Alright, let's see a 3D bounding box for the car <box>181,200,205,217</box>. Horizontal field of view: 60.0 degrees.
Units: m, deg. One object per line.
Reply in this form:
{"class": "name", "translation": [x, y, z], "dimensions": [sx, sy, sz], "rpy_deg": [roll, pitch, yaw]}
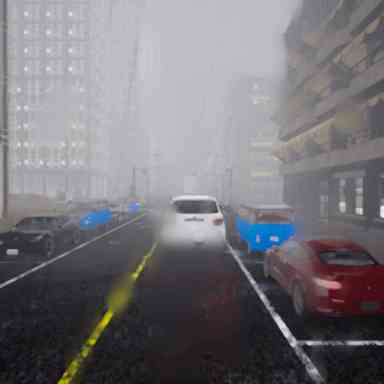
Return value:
{"class": "car", "translation": [0.085, 1.454, 30.387], "dimensions": [1.994, 1.385, 4.181], "rpy_deg": [0, 0, 0]}

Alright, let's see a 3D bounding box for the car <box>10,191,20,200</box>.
{"class": "car", "translation": [-32.278, 0.534, 57.376], "dimensions": [5.009, 1.841, 2.192], "rpy_deg": [1, -1, 0]}

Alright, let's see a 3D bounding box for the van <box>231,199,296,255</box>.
{"class": "van", "translation": [2.689, 1.293, 12.727], "dimensions": [1.690, 1.788, 3.998], "rpy_deg": [0, 0, 0]}

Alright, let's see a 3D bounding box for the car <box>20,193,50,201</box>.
{"class": "car", "translation": [-26.709, 0.908, 57.384], "dimensions": [4.206, 1.307, 1.802], "rpy_deg": [1, -1, 0]}

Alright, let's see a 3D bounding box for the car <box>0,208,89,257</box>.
{"class": "car", "translation": [-5.691, 1.518, 12.728], "dimensions": [1.947, 1.339, 4.313], "rpy_deg": [0, 0, 0]}

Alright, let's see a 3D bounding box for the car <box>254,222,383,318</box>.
{"class": "car", "translation": [2.689, 1.555, 7.080], "dimensions": [1.802, 1.307, 4.206], "rpy_deg": [0, 0, 0]}

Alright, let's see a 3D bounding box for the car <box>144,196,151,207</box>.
{"class": "car", "translation": [-5.692, 1.278, 46.619], "dimensions": [1.967, 1.590, 4.097], "rpy_deg": [0, 0, 0]}

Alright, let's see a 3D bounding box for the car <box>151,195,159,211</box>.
{"class": "car", "translation": [-3.086, 1.218, 38.026], "dimensions": [2.097, 1.767, 4.553], "rpy_deg": [0, 0, 0]}

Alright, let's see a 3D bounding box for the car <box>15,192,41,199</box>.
{"class": "car", "translation": [-32.364, 0.760, 65.751], "dimensions": [4.206, 1.307, 1.802], "rpy_deg": [1, -1, 0]}

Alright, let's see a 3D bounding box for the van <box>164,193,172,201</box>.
{"class": "van", "translation": [-5.693, 1.081, 79.093], "dimensions": [1.690, 1.788, 3.998], "rpy_deg": [0, 0, 0]}

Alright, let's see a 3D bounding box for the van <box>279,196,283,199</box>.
{"class": "van", "translation": [16.929, 1.506, 57.353], "dimensions": [3.998, 1.788, 1.690], "rpy_deg": [1, -1, 0]}

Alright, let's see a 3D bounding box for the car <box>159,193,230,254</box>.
{"class": "car", "translation": [0.084, 1.167, 13.511], "dimensions": [2.150, 2.045, 5.566], "rpy_deg": [0, 0, 0]}

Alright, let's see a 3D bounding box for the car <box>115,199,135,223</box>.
{"class": "car", "translation": [-5.691, 1.463, 24.025], "dimensions": [2.008, 1.369, 4.403], "rpy_deg": [0, 0, 0]}

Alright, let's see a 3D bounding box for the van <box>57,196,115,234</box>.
{"class": "van", "translation": [-5.692, 1.273, 18.376], "dimensions": [1.690, 1.788, 3.998], "rpy_deg": [0, 0, 0]}

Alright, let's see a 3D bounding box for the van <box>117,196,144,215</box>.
{"class": "van", "translation": [-5.691, 1.234, 29.673], "dimensions": [1.690, 1.788, 3.998], "rpy_deg": [0, 0, 0]}

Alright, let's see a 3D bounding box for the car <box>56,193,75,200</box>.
{"class": "car", "translation": [-21.132, 0.873, 57.400], "dimensions": [4.097, 1.590, 1.967], "rpy_deg": [1, -1, 0]}
